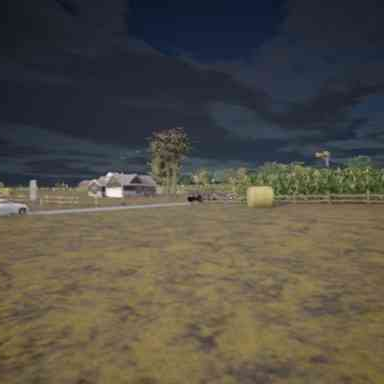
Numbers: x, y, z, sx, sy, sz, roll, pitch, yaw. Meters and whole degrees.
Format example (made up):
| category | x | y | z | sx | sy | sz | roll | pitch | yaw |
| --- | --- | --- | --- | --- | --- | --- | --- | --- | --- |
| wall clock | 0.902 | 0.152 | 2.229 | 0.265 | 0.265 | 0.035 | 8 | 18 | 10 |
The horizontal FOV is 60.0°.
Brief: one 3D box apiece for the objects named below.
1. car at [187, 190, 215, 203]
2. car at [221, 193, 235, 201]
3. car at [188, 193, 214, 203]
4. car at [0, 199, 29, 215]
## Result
| category | x | y | z | sx | sy | sz | roll | pitch | yaw |
| --- | --- | --- | --- | --- | --- | --- | --- | --- | --- |
| car | 1.446 | 0.702 | 53.351 | 2.150 | 2.045 | 5.566 | -2 | 0 | 37 |
| car | 7.401 | 0.911 | 61.771 | 2.033 | 1.411 | 5.357 | -2 | 0 | 35 |
| car | 1.577 | 1.002 | 58.346 | 2.128 | 1.511 | 4.902 | -2 | -1 | 36 |
| car | -16.415 | 1.330 | 28.357 | 1.812 | 1.442 | 4.674 | -2 | 0 | 35 |
